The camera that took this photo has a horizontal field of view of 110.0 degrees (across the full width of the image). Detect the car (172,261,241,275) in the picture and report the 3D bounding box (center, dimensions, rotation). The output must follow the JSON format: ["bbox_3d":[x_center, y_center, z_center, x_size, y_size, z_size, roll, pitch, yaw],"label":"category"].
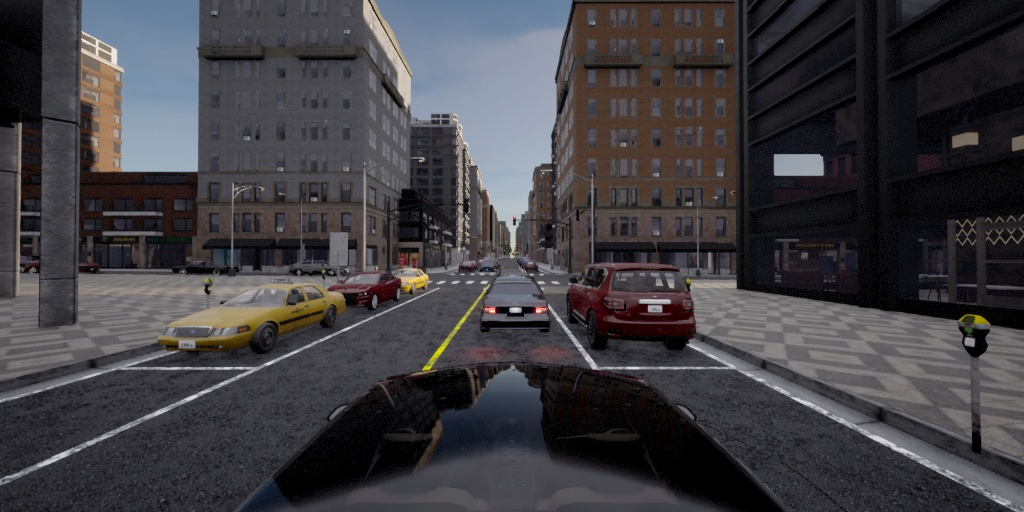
[{"bbox_3d":[-26.740,1.112,31.482,4.718,1.301,1.895,1,-1,0],"label":"car"}]

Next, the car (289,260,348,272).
[{"bbox_3d":[-16.843,1.092,31.449,4.902,1.511,2.128,1,-1,0],"label":"car"}]

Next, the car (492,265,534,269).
[{"bbox_3d":[0.018,1.355,20.522,1.895,1.301,4.718,0,0,0],"label":"car"}]

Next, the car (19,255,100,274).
[{"bbox_3d":[-39.419,0.873,31.536,5.008,1.535,1.882,0,-1,0],"label":"car"}]

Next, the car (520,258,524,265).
[{"bbox_3d":[2.526,1.344,53.005,1.802,1.307,4.207,0,0,0],"label":"car"}]

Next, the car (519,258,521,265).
[{"bbox_3d":[2.510,1.346,58.679,1.802,1.307,4.207,0,0,0],"label":"car"}]

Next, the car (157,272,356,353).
[{"bbox_3d":[-5.877,1.277,8.879,1.751,1.417,4.829,0,0,0],"label":"car"}]

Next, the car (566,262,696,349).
[{"bbox_3d":[2.649,1.066,9.064,2.192,1.841,5.009,0,0,0],"label":"car"}]

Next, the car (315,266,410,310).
[{"bbox_3d":[-5.893,1.298,14.673,1.888,1.381,4.507,0,0,0],"label":"car"}]

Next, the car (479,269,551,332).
[{"bbox_3d":[0.066,1.299,10.795,2.033,1.411,5.357,0,0,0],"label":"car"}]

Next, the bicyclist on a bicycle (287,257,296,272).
[{"bbox_3d":[-23.112,0.909,37.711,0.582,1.620,1.656,0,0,0],"label":"bicyclist on a bicycle"}]

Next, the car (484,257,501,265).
[{"bbox_3d":[-3.234,1.328,56.613,1.994,1.385,4.181,0,0,0],"label":"car"}]

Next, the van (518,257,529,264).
[{"bbox_3d":[2.495,1.107,64.352,1.690,1.789,3.998,0,0,0],"label":"van"}]

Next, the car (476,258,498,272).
[{"bbox_3d":[-3.249,1.308,46.758,2.033,1.411,5.357,0,0,-4],"label":"car"}]

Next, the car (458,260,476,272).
[{"bbox_3d":[-5.984,1.306,47.317,1.888,1.381,4.507,0,0,0],"label":"car"}]

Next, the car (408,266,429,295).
[{"bbox_3d":[-5.908,1.279,20.128,1.751,1.417,4.829,0,0,0],"label":"car"}]

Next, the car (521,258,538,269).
[{"bbox_3d":[2.542,1.343,47.332,1.802,1.307,4.207,0,0,0],"label":"car"}]
